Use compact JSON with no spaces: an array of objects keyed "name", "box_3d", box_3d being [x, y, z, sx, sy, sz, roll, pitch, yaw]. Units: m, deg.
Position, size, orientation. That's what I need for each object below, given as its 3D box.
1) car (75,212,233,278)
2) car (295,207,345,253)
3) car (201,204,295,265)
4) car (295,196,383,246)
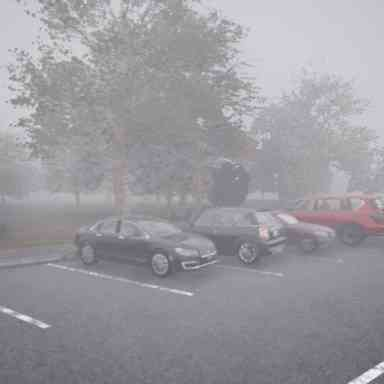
[{"name":"car","box_3d":[-1.529,1.472,10.102,4.892,1.521,2.231,-1,-1,35]},{"name":"car","box_3d":[3.351,1.496,13.490,4.674,1.452,2.002,-1,-1,35]},{"name":"car","box_3d":[0.931,1.337,11.772,4.553,1.767,2.185,-1,0,35]},{"name":"car","box_3d":[5.771,1.199,15.184,5.566,2.045,2.435,-1,0,35]}]
